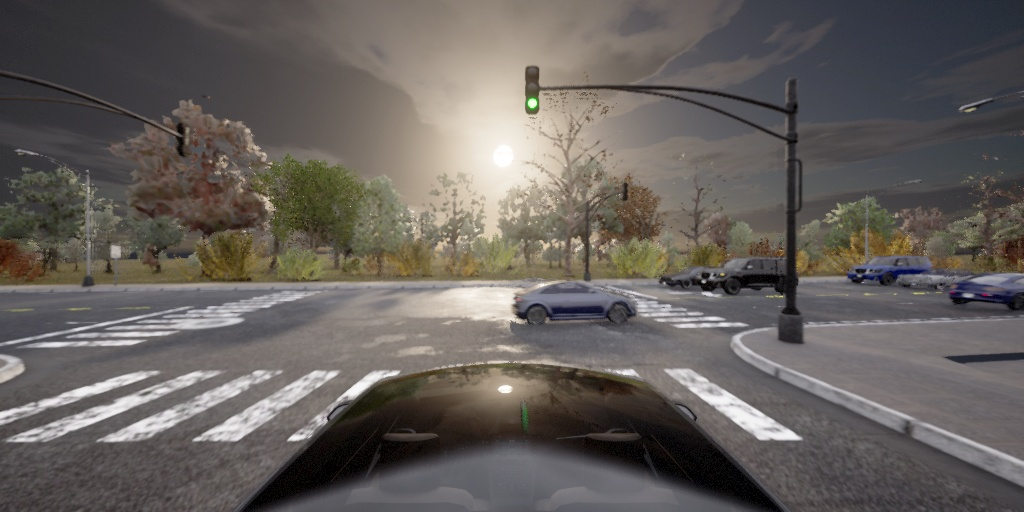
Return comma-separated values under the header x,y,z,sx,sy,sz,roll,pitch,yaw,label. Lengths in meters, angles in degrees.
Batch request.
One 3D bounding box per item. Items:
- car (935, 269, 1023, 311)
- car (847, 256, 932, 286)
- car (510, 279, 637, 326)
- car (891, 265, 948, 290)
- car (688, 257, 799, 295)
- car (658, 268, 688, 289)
x,y,z,sx,sy,sz,roll,pitch,yaw,label
20.963,1.440,15.057,4.674,1.442,1.812,0,1,-9,car
27.552,1.028,26.089,5.566,2.045,2.150,-1,1,-9,car
2.028,1.496,12.249,4.181,1.385,1.994,0,0,-8,car
27.257,1.442,22.750,4.718,1.301,1.895,0,1,-9,car
13.460,1.079,20.602,5.566,2.045,2.150,0,1,-10,car
12.535,1.376,23.730,5.357,1.411,2.033,0,1,-9,car
